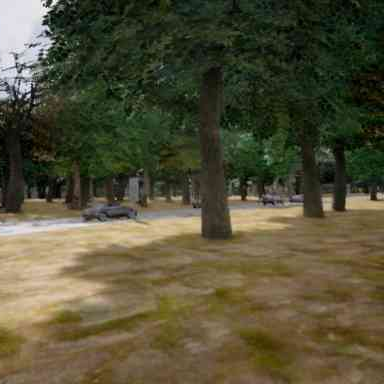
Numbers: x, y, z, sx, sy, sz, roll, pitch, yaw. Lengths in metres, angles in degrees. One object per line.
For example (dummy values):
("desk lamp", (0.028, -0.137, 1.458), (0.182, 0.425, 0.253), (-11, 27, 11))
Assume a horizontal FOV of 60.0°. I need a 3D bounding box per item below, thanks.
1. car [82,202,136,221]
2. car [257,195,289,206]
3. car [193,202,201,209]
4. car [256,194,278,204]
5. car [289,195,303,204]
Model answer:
("car", (-6.312, 1.452, 25.634), (1.994, 1.385, 4.181), (-2, -1, 38))
("car", (12.018, 1.245, 49.100), (1.837, 1.490, 4.892), (-2, -1, 38))
("car", (2.124, 1.510, 42.313), (1.895, 1.301, 4.718), (-2, -1, 38))
("car", (12.551, 1.158, 55.560), (1.812, 1.442, 4.674), (-2, -1, 38))
("car", (18.391, 1.242, 57.354), (2.033, 1.411, 5.357), (-2, -1, 38))
